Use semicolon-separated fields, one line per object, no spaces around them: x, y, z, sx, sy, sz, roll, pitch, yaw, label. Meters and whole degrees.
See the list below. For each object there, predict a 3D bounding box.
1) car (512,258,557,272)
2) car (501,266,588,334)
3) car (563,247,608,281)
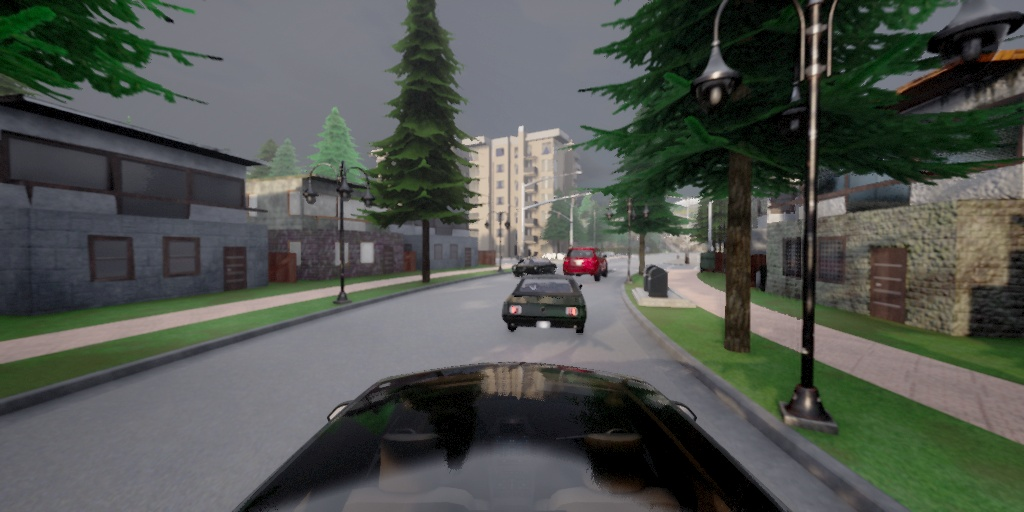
1.639;0.796;25.133;1.895;1.301;4.718;1;1;23;car
1.012;1.156;9.962;1.895;1.301;4.718;0;1;9;car
4.868;0.464;23.402;2.150;2.045;5.566;1;1;22;car
